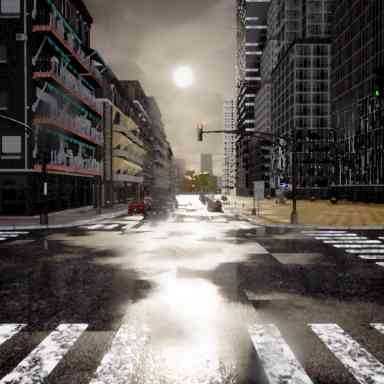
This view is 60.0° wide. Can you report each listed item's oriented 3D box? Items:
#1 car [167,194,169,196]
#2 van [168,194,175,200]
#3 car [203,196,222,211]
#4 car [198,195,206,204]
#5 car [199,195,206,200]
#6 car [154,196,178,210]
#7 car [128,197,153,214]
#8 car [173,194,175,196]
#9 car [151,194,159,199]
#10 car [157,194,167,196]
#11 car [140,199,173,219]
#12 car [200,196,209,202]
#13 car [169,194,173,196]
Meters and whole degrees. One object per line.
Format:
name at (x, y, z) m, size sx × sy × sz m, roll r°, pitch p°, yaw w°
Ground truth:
car at (-5.598, 1.439, 57.951) m, size 1.967 × 1.590 × 4.097 m, roll -1°, pitch 0°, yaw 0°
van at (-5.538, 1.350, 91.844) m, size 1.690 × 1.788 × 3.998 m, roll -1°, pitch 0°, yaw 0°
car at (2.719, 1.540, 41.046) m, size 1.887 × 1.381 × 4.507 m, roll -1°, pitch 0°, yaw 0°
car at (2.761, 1.551, 63.642) m, size 2.008 × 1.369 × 4.403 m, roll -1°, pitch 0°, yaw 0°
car at (2.812, 1.534, 92.058) m, size 1.752 × 1.417 × 4.829 m, roll -1°, pitch 0°, yaw 0°
car at (-3.025, 1.500, 39.039) m, size 1.837 × 1.490 × 4.892 m, roll 0°, pitch 0°, yaw 0°
car at (-5.638, 1.540, 35.355) m, size 1.887 × 1.381 × 4.507 m, roll -1°, pitch 0°, yaw 0°
car at (-5.549, 1.321, 86.196) m, size 2.192 × 1.841 × 5.009 m, roll -1°, pitch 0°, yaw 0°
car at (-5.629, 1.436, 41.004) m, size 1.967 × 1.590 × 4.097 m, roll -1°, pitch 0°, yaw 0°
car at (-5.610, 1.312, 52.303) m, size 2.192 × 1.841 × 5.009 m, roll -1°, pitch 0°, yaw 0°
car at (-3.047, 1.560, 29.129) m, size 1.994 × 1.385 × 4.181 m, roll 0°, pitch 0°, yaw 0°
car at (2.782, 1.547, 74.940) m, size 1.887 × 1.381 × 4.507 m, roll -1°, pitch 0°, yaw 0°
car at (-5.576, 1.583, 69.249) m, size 1.802 × 1.307 × 4.206 m, roll -1°, pitch 0°, yaw 0°
